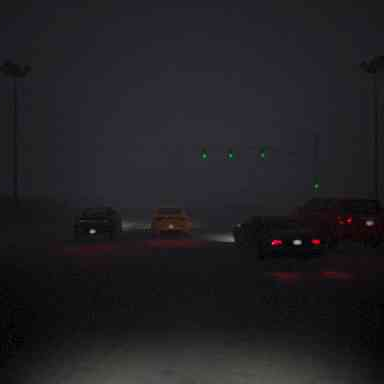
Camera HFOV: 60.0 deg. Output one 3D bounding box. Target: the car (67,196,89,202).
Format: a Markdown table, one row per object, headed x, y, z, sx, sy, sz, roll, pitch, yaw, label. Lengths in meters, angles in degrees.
| x | y | z | sx | sy | sz | roll | pitch | yaw | label |
| --- | --- | --- | --- | --- | --- | --- | --- | --- | --- |
| -25.450 | 1.630 | 74.121 | 4.718 | 1.301 | 1.895 | 0 | 0 | 26 | car |

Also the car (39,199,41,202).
| x | y | z | sx | sy | sz | roll | pitch | yaw | label |
| --- | --- | --- | --- | --- | --- | --- | --- | --- | --- |
| -28.990 | 1.533 | 68.058 | 5.008 | 1.535 | 1.882 | 0 | 0 | 22 | car |

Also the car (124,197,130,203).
| x | y | z | sx | sy | sz | roll | pitch | yaw | label |
| --- | --- | --- | --- | --- | --- | --- | --- | --- | --- |
| -15.367 | 1.639 | 71.999 | 4.181 | 1.385 | 1.994 | 0 | 0 | 36 | car |

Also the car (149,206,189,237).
| x | y | z | sx | sy | sz | roll | pitch | yaw | label |
| --- | --- | --- | --- | --- | --- | --- | --- | --- | --- |
| -1.331 | 1.495 | 18.400 | 1.882 | 1.535 | 5.008 | 0 | 0 | -8 | car |

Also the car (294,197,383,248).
| x | y | z | sx | sy | sz | roll | pitch | yaw | label |
| --- | --- | --- | --- | --- | --- | --- | --- | --- | --- |
| 6.177 | 1.221 | 14.745 | 2.150 | 2.045 | 5.566 | 0 | 0 | -6 | car |

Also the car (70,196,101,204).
| x | y | z | sx | sy | sz | roll | pitch | yaw | label |
| --- | --- | --- | --- | --- | --- | --- | --- | --- | --- |
| -20.031 | 1.635 | 62.316 | 5.357 | 1.411 | 2.033 | 0 | 0 | 40 | car |

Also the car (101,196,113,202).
| x | y | z | sx | sy | sz | roll | pitch | yaw | label |
| --- | --- | --- | --- | --- | --- | --- | --- | --- | --- |
| -18.352 | 1.565 | 65.447 | 5.008 | 1.535 | 1.882 | 0 | 0 | 36 | car |

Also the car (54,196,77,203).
| x | y | z | sx | sy | sz | roll | pitch | yaw | label |
| --- | --- | --- | --- | --- | --- | --- | --- | --- | --- |
| -27.019 | 1.544 | 70.993 | 4.892 | 1.490 | 1.837 | 0 | 0 | 26 | car |

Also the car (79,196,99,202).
| x | y | z | sx | sy | sz | roll | pitch | yaw | label |
| --- | --- | --- | --- | --- | --- | --- | --- | --- | --- |
| -23.827 | 1.580 | 77.223 | 4.181 | 1.385 | 1.994 | 0 | 0 | 26 | car |

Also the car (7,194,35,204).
| x | y | z | sx | sy | sz | roll | pitch | yaw | label |
| --- | --- | --- | --- | --- | --- | --- | --- | --- | --- |
| -34.080 | 1.343 | 66.380 | 5.566 | 2.045 | 2.150 | 0 | 0 | 19 | car |

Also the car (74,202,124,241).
| x | y | z | sx | sy | sz | roll | pitch | yaw | label |
| --- | --- | --- | --- | --- | --- | --- | --- | --- | --- |
| -4.679 | 1.514 | 17.003 | 2.128 | 1.511 | 4.902 | 0 | 0 | -7 | car |

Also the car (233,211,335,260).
| x | y | z | sx | sy | sz | roll | pitch | yaw | label |
| --- | --- | --- | --- | --- | --- | --- | --- | --- | --- |
| 2.910 | 1.552 | 12.393 | 2.033 | 1.411 | 5.357 | 0 | 0 | -5 | car |

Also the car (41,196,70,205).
| x | y | z | sx | sy | sz | roll | pitch | yaw | label |
| --- | --- | --- | --- | --- | --- | --- | --- | --- | --- |
| -25.187 | 1.450 | 61.825 | 4.553 | 1.767 | 2.097 | 0 | 0 | 33 | car |

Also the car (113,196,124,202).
| x | y | z | sx | sy | sz | roll | pitch | yaw | label |
| --- | --- | --- | --- | --- | --- | --- | --- | --- | --- |
| -16.917 | 1.682 | 68.772 | 4.718 | 1.301 | 1.895 | 0 | 0 | 36 | car |
